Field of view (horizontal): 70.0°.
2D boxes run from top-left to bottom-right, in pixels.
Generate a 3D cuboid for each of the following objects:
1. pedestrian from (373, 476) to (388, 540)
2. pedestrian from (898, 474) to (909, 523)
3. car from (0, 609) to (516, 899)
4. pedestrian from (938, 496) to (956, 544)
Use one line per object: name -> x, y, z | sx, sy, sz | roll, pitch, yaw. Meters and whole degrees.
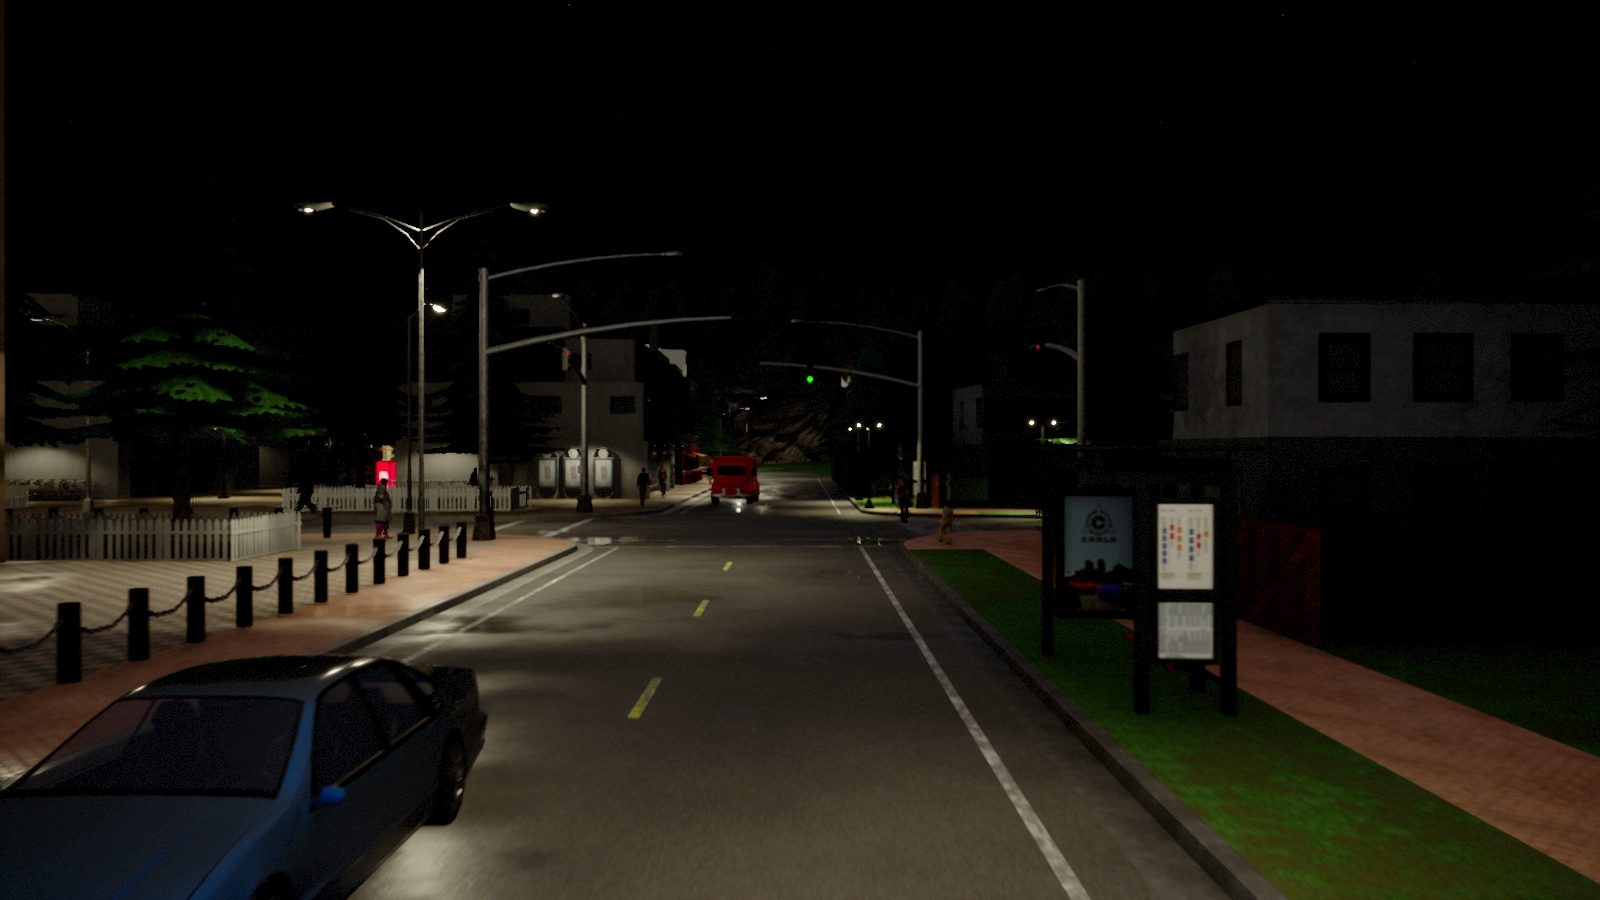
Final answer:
pedestrian -> -12.287, 1.688, 33.447 | 0.375, 1.860, 0.375 | 0, 0, -27
pedestrian -> 3.890, 1.821, 43.028 | 0.375, 1.860, 0.375 | 0, 0, -5
car -> -3.489, 2.086, 7.251 | 2.033, 1.411, 5.357 | 0, 0, 0
pedestrian -> 4.134, 1.962, 32.130 | 0.375, 1.300, 0.375 | 0, 0, -19
